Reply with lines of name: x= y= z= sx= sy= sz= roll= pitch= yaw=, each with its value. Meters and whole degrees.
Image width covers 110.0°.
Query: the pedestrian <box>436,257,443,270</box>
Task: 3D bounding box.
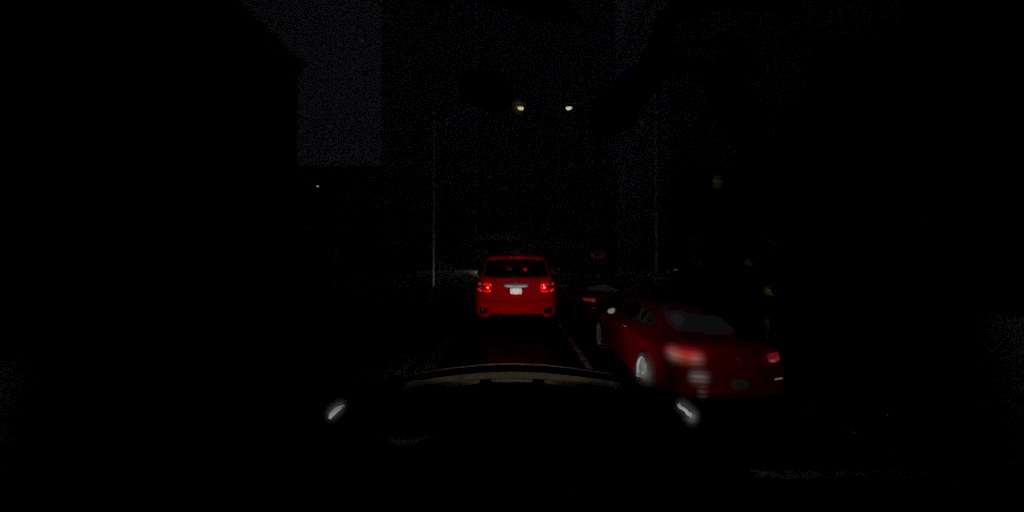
pedestrian: x=-6.787 y=1.004 z=33.739 sx=0.375 sy=1.860 sz=0.375 roll=0 pitch=0 yaw=0

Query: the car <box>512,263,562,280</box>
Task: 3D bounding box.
car: x=2.089 y=1.288 z=30.778 sx=4.181 sy=1.385 sz=1.994 roll=0 pitch=-1 yaw=0

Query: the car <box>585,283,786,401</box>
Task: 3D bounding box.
car: x=2.642 y=1.327 z=6.208 sx=1.802 sy=1.307 sz=4.207 roll=0 pitch=0 yaw=0

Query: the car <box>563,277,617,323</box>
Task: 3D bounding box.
car: x=2.649 y=1.322 z=11.647 sx=1.802 sy=1.307 sz=4.207 roll=0 pitch=0 yaw=0

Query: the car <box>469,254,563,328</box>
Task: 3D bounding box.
car: x=0.112 y=0.960 z=11.475 sx=2.150 sy=2.045 sz=5.566 roll=0 pitch=0 yaw=0

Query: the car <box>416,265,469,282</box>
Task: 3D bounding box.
car: x=-4.864 y=1.338 z=27.864 sx=4.718 sy=1.301 sz=1.895 roll=-1 pitch=-1 yaw=0

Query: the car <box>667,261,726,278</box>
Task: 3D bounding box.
car: x=15.718 y=1.124 z=30.703 sx=4.674 sy=1.442 sz=1.812 roll=0 pitch=-1 yaw=0
